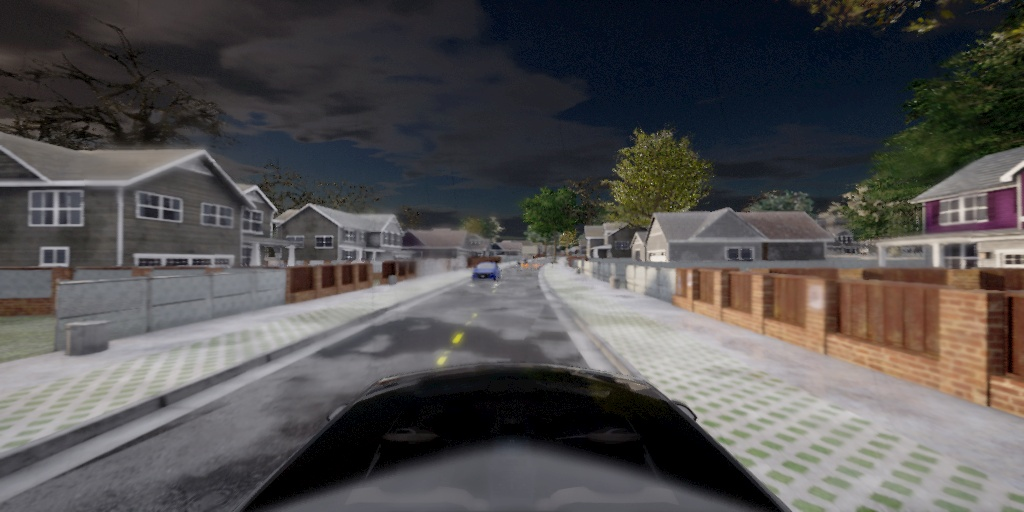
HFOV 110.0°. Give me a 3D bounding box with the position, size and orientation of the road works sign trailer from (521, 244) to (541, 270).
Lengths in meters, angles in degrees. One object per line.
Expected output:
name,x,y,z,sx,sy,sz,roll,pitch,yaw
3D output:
road works sign trailer,2.498,0.141,50.989,2.380,3.560,2.880,0,0,6

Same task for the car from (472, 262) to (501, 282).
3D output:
car,-2.020,1.228,29.110,1.882,1.535,5.008,0,0,3
